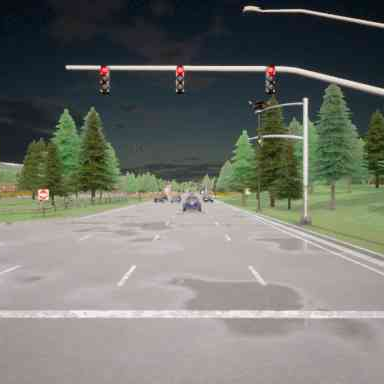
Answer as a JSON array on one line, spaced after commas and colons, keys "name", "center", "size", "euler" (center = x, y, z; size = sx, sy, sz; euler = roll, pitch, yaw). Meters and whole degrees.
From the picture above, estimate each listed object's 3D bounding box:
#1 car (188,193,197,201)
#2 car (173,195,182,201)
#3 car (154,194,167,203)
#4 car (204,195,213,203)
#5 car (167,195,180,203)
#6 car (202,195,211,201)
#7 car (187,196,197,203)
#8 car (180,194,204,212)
[{"name": "car", "center": [0.016, 1.188, 80.753], "size": [2.097, 1.767, 4.553], "euler": [0, 0, 0]}, {"name": "car", "center": [-3.484, 1.372, 80.783], "size": [2.033, 1.411, 5.357], "euler": [0, 0, 0]}, {"name": "car", "center": [-6.986, 1.517, 70.781], "size": [1.812, 1.442, 4.674], "euler": [0, 0, 0]}, {"name": "car", "center": [3.514, 1.588, 70.809], "size": [1.895, 1.301, 4.718], "euler": [0, 0, 0]}, {"name": "car", "center": [-3.486, 1.531, 70.363], "size": [2.033, 1.411, 5.357], "euler": [0, 0, 0]}, {"name": "car", "center": [3.516, 1.372, 80.782], "size": [2.033, 1.411, 5.357], "euler": [0, 0, 0]}, {"name": "car", "center": [0.014, 1.544, 70.746], "size": [1.994, 1.385, 4.181], "euler": [0, 0, 0]}, {"name": "car", "center": [0.008, 1.352, 39.720], "size": [2.097, 1.767, 4.553], "euler": [0, 0, 0]}]
